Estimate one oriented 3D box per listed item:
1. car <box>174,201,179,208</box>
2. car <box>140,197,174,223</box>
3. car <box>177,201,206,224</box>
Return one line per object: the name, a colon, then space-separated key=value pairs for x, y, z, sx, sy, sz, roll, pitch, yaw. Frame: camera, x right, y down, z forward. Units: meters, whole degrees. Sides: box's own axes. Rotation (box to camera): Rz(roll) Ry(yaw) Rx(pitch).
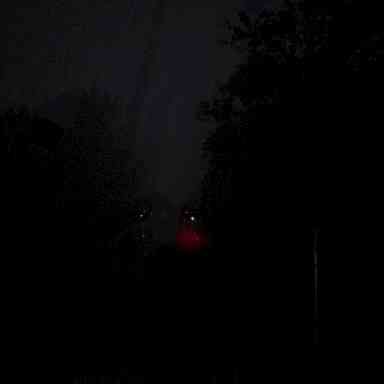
car: x=-2.803 y=2.635 z=68.947 sx=1.812 sy=1.442 sz=4.674 roll=0 pitch=-2 yaw=1
car: x=-2.919 y=1.398 z=27.736 sx=2.150 sy=2.045 sz=5.566 roll=0 pitch=-1 yaw=0
car: x=0.042 y=1.656 z=25.879 sx=1.837 sy=1.490 sz=4.892 roll=0 pitch=-1 yaw=0
